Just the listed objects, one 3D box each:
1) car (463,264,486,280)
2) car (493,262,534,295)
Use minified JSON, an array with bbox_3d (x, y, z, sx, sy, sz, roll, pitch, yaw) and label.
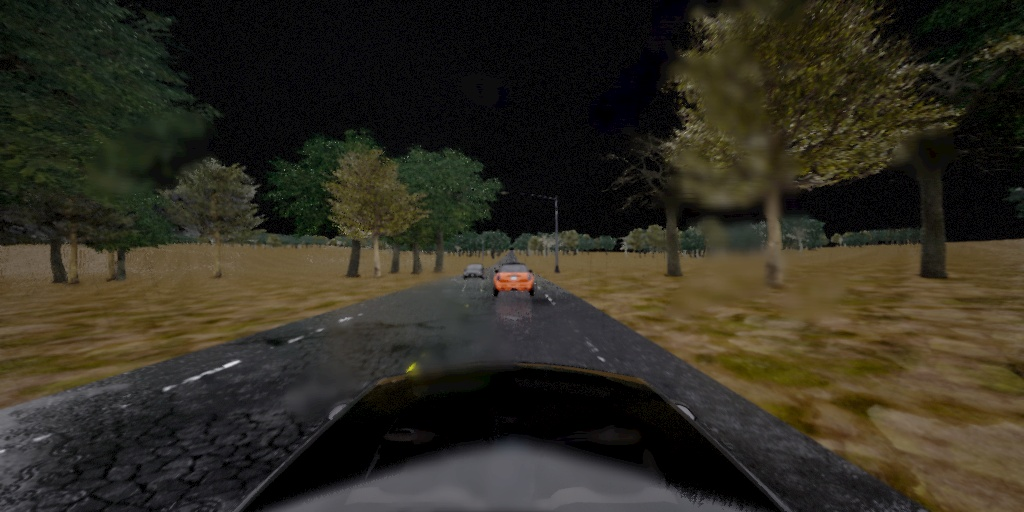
[{"bbox_3d":[-3.481,1.480,34.000,1.837,1.490,4.892,0,-1,0],"label":"car"},{"bbox_3d":[0.100,1.145,20.007,2.097,1.767,4.553,0,-1,0],"label":"car"}]
